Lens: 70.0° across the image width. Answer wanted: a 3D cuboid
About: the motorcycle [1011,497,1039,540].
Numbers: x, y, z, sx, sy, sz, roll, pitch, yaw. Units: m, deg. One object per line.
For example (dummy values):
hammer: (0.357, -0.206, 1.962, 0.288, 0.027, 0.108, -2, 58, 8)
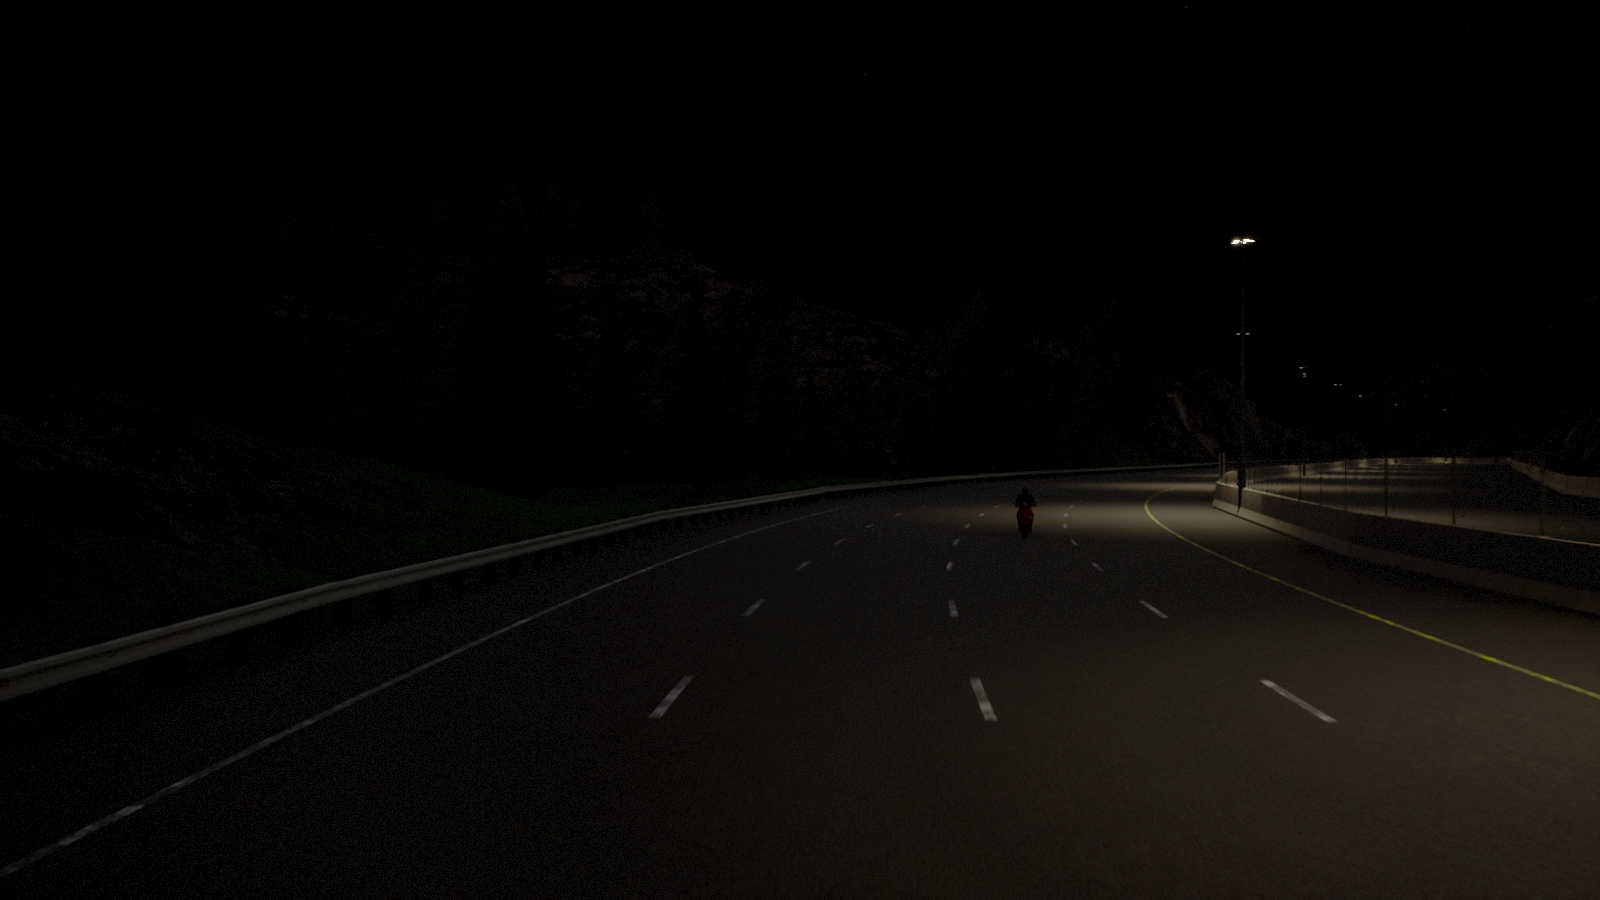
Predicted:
motorcycle: (7.168, 2.170, 36.438, 0.856, 1.236, 1.805, 1, 0, 10)
